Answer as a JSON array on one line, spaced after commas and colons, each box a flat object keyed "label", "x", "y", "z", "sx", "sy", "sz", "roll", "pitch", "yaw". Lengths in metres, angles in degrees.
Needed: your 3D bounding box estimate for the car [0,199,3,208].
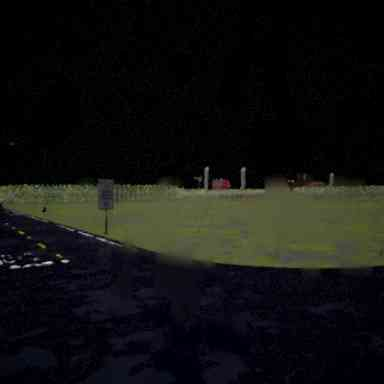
[{"label": "car", "x": -29.379, "y": 1.475, "z": 49.217, "sx": 2.097, "sy": 1.767, "sz": 4.553, "roll": 0, "pitch": 0, "yaw": -35}]
